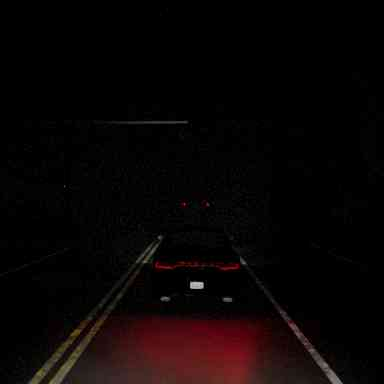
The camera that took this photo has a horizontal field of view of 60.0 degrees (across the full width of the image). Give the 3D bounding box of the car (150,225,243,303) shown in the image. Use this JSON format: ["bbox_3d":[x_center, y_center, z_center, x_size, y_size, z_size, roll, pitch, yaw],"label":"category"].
[{"bbox_3d":[0.096,1.593,8.568,1.882,1.535,5.008,1,-1,0],"label":"car"}]
